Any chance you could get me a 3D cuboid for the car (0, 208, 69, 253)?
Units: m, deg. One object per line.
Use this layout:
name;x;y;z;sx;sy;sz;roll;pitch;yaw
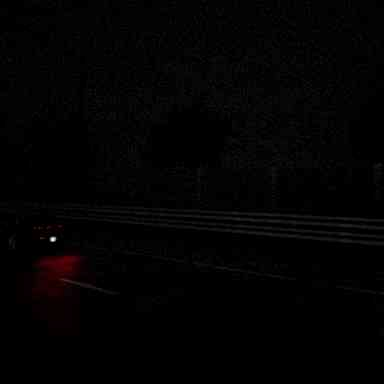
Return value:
car;-6.898;1.400;13.201;4.892;1.490;1.837;0;0;35
